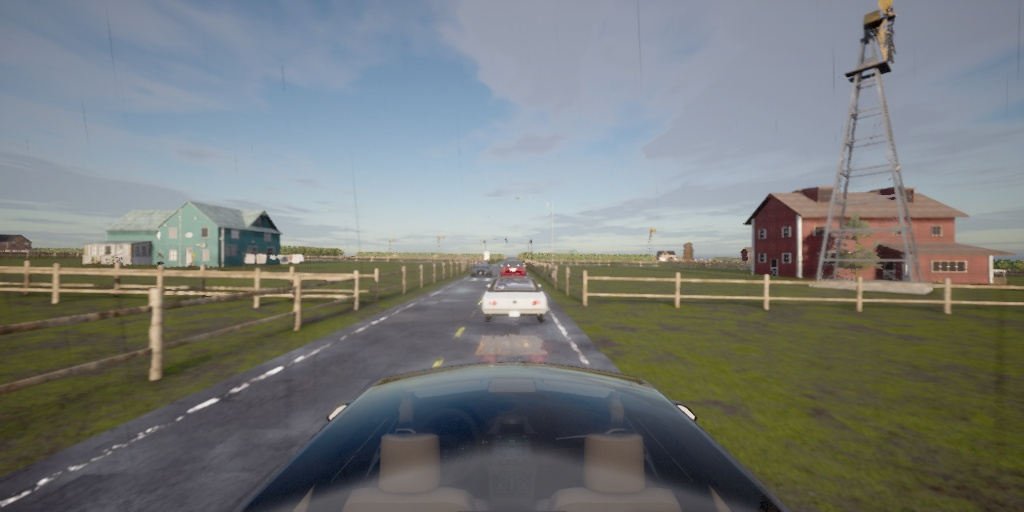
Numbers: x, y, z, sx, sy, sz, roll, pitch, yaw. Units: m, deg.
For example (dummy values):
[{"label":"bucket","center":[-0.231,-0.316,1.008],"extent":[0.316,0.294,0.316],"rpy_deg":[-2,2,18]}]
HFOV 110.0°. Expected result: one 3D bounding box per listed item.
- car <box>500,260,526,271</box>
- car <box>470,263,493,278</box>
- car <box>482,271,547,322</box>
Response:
[{"label":"car","center":[0.106,1.124,29.842],"extent":[2.097,1.767,4.553],"rpy_deg":[0,0,0]},{"label":"car","center":[-2.835,1.340,34.445],"extent":[1.994,1.385,4.181],"rpy_deg":[0,0,0]},{"label":"car","center":[0.082,1.358,12.377],"extent":[1.895,1.301,4.718],"rpy_deg":[0,0,0]}]
